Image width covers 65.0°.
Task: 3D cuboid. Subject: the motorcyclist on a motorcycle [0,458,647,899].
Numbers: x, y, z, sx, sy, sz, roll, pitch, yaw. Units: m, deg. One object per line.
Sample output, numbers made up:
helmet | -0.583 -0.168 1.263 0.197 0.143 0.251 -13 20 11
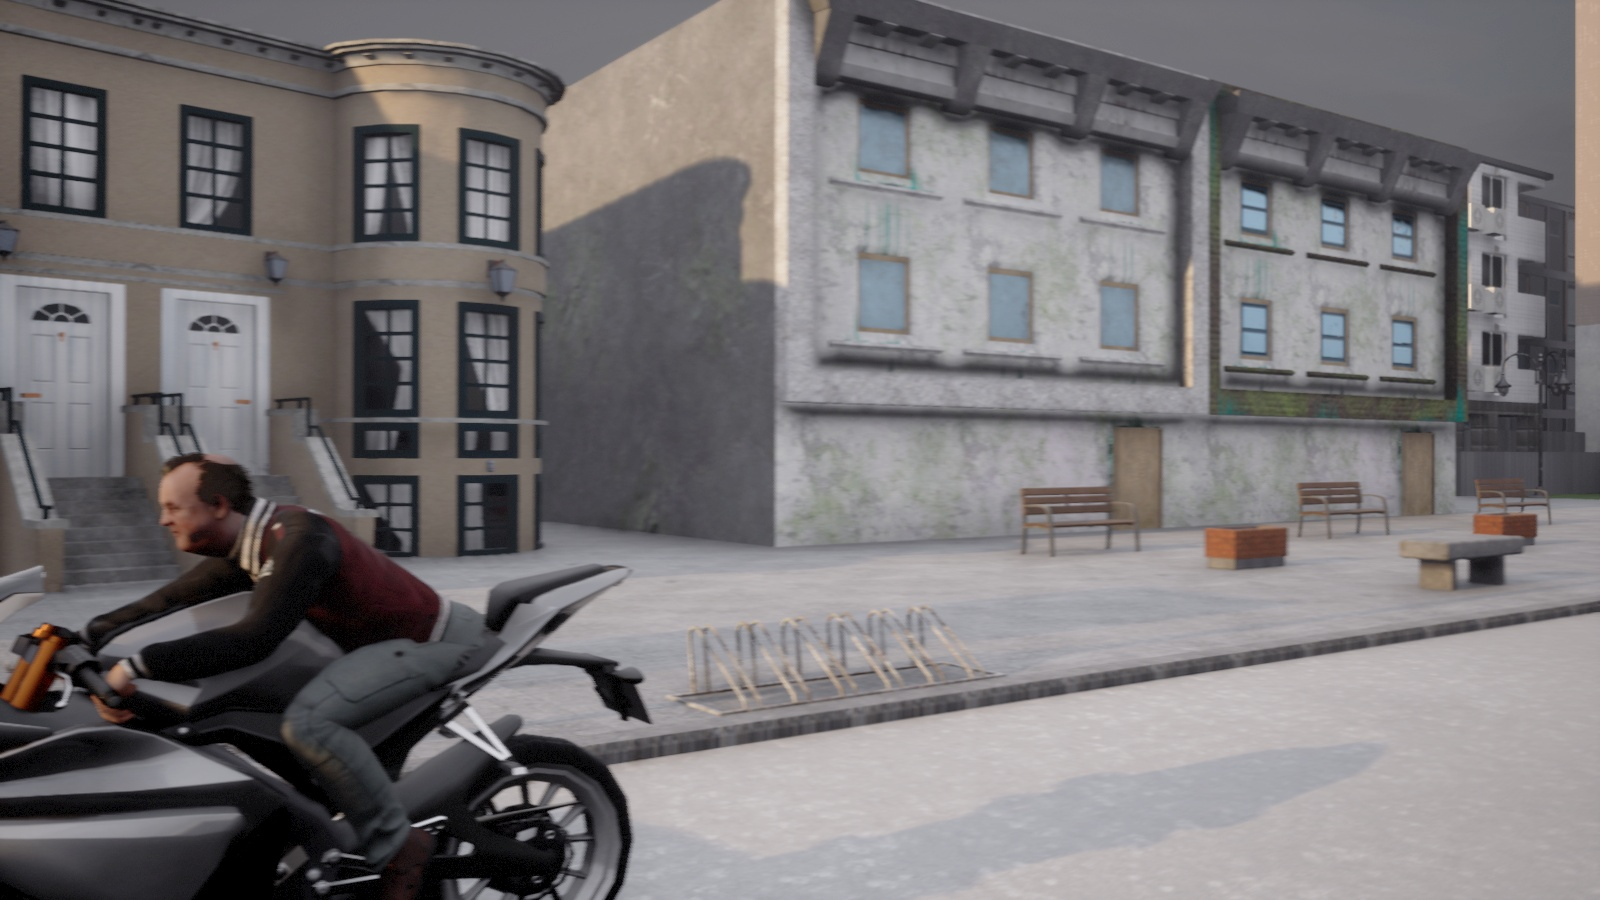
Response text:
motorcyclist on a motorcycle | -1.568 0.791 3.176 2.191 1.530 0.866 0 0 -35
